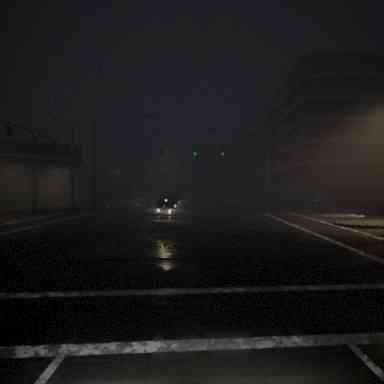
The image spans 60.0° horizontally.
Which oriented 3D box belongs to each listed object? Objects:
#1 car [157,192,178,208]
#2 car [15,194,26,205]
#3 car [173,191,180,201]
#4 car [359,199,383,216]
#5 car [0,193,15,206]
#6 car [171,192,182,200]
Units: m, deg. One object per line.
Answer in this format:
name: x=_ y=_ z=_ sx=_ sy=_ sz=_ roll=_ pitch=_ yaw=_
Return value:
car: x=-3.059 y=1.108 z=39.217 sx=2.033 sy=1.411 sz=5.357 roll=0 pitch=1 yaw=0
car: x=-23.950 y=0.968 z=43.441 sx=3.806 sy=1.475 sz=1.970 roll=0 pitch=1 yaw=1
car: x=-3.106 y=0.931 z=48.793 sx=1.882 sy=1.535 sz=5.008 roll=0 pitch=1 yaw=0
car: x=16.268 y=1.253 z=27.693 sx=4.181 sy=1.385 sz=1.994 roll=0 pitch=1 yaw=1
car: x=-23.244 y=0.872 z=37.687 sx=4.611 sy=1.667 sz=2.242 roll=0 pitch=1 yaw=1
car: x=-3.177 y=0.772 z=69.143 sx=2.033 sy=1.411 sz=5.357 roll=0 pitch=1 yaw=0
